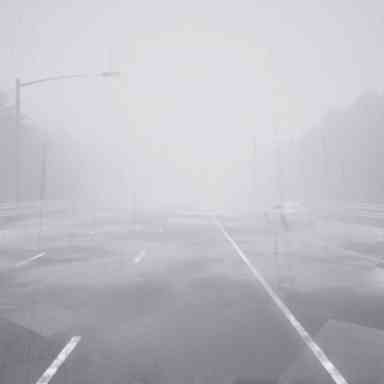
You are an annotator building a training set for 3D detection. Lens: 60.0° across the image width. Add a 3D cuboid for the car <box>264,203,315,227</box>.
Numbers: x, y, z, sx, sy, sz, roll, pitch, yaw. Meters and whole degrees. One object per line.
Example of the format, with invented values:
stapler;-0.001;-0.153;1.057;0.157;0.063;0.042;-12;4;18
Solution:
car;6.263;1.425;21.701;1.812;1.442;4.674;0;0;-8
